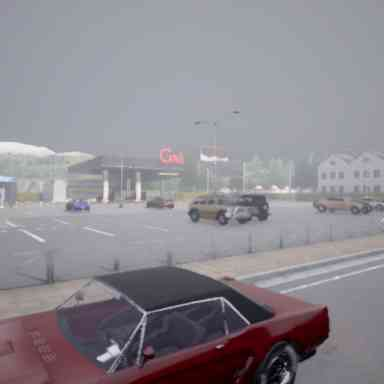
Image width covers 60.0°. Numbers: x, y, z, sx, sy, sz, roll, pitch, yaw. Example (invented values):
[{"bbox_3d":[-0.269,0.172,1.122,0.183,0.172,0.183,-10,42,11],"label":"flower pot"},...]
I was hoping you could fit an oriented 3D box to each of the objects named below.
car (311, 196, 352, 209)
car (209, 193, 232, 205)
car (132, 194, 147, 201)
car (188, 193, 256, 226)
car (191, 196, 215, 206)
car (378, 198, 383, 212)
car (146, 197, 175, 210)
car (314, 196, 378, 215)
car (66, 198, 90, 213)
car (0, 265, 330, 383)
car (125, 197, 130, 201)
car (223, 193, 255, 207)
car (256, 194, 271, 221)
[{"bbox_3d":[18.126,1.345,43.291,2.007,1.523,4.514,0,0,-36],"label":"car"},{"bbox_3d":[4.757,1.128,55.713,1.905,1.878,3.866,0,0,-36],"label":"car"},{"bbox_3d":[-14.331,1.382,90.821,3.866,1.878,1.905,0,0,-36],"label":"car"},{"bbox_3d":[1.679,1.127,21.968,1.932,1.855,4.605,0,0,-36],"label":"car"},{"bbox_3d":[1.697,1.411,54.277,1.970,1.475,3.806,0,0,-36],"label":"car"},{"bbox_3d":[19.245,1.274,35.427,1.970,1.475,3.806,0,0,-36],"label":"car"},{"bbox_3d":[-3.890,1.338,40.736,2.007,1.523,4.514,0,0,-36],"label":"car"},{"bbox_3d":[14.212,1.192,31.432,2.152,1.636,5.027,0,0,-36],"label":"car"},{"bbox_3d":[-12.045,1.354,34.960,1.845,1.501,3.633,0,0,-36],"label":"car"},{"bbox_3d":[-0.685,1.603,3.502,4.718,1.301,1.895,0,0,-36],"label":"car"},{"bbox_3d":[-14.568,1.545,83.692,4.611,1.667,2.242,0,0,-36],"label":"car"},{"bbox_3d":[6.658,1.144,47.400,1.932,1.855,4.605,0,0,-36],"label":"car"},{"bbox_3d":[3.803,1.108,23.993,1.905,1.878,3.866,0,0,-36],"label":"car"}]
